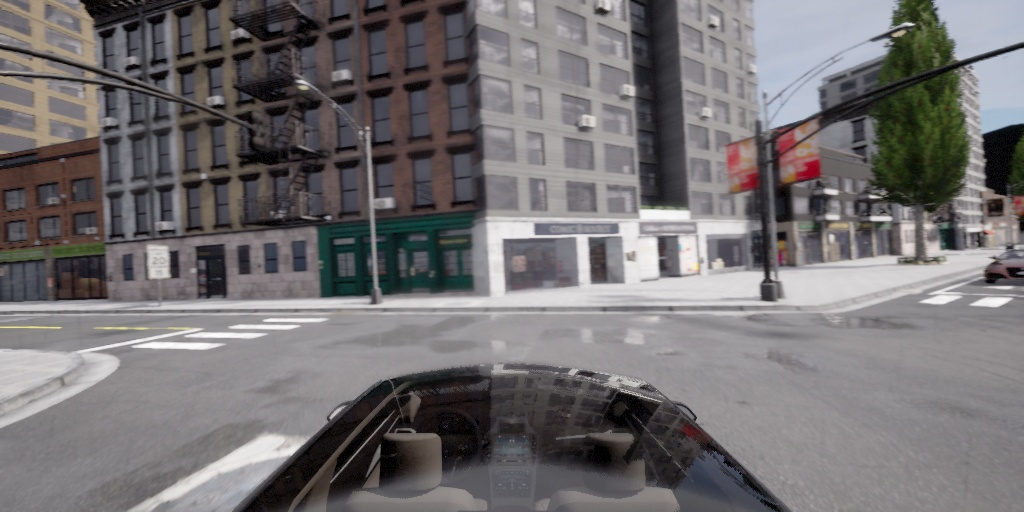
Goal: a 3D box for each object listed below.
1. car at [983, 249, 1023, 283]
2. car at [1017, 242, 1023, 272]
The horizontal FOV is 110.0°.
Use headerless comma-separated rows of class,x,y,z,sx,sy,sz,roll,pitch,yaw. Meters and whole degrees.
car,21.536,0.394,14.910,4.181,1.385,1.994,-2,-1,-30
car,29.451,-0.034,19.426,5.008,1.535,1.882,-2,-1,-30
